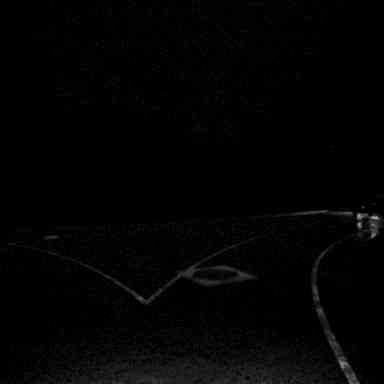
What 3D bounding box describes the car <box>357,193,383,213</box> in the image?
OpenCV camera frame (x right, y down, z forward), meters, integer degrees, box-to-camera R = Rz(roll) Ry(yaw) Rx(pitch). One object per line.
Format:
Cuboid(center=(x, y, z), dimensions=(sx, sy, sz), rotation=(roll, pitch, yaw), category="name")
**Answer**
Cuboid(center=(15.843, 0.815, 27.539), dimensions=(4.674, 1.442, 1.812), rotation=(-3, 2, -22), category="car")
